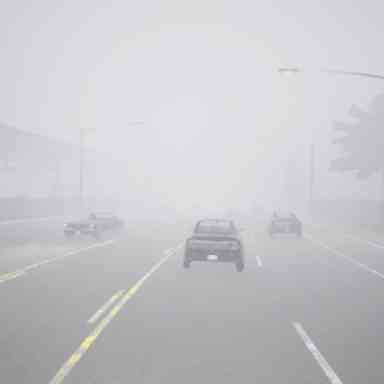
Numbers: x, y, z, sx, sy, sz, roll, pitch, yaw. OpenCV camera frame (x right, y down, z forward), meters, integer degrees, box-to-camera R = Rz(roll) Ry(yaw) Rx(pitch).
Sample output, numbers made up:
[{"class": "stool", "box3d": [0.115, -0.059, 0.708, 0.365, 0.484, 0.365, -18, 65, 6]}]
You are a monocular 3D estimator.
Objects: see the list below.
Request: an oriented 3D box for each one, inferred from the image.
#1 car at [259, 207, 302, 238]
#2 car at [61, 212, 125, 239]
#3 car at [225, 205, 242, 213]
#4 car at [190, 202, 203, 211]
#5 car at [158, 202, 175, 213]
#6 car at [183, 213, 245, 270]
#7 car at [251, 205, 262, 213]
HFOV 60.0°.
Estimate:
[{"class": "car", "box3d": [5.677, 1.986, 21.078, 2.128, 1.511, 4.902, 1, -1, 8]}, {"class": "car", "box3d": [-5.489, 1.833, 19.096, 1.895, 1.301, 4.718, 1, -1, 8]}, {"class": "car", "box3d": [5.313, 2.431, 42.262, 1.812, 1.442, 4.674, 1, -1, 9]}, {"class": "car", "box3d": [0.888, 2.659, 60.435, 1.882, 1.535, 5.008, 1, -1, 9]}, {"class": "car", "box3d": [-3.925, 2.429, 52.322, 1.837, 1.490, 4.892, 1, -1, 9]}, {"class": "car", "box3d": [0.851, 1.704, 11.868, 2.128, 1.511, 4.902, 1, -1, 6]}, {"class": "car", "box3d": [10.930, 2.834, 55.868, 2.033, 1.411, 5.357, 1, -1, 9]}]
